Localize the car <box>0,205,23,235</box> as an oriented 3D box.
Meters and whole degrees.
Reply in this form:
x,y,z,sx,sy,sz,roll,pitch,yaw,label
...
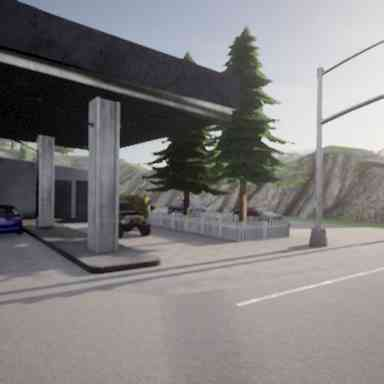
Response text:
x,y,z,sx,sy,sz,roll,pitch,yaw,label
-11.039,1.523,18.906,2.242,1.667,4.611,1,0,-35,car

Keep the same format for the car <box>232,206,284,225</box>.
x,y,z,sx,sy,sz,roll,pitch,yaw,label
4.903,1.797,25.073,1.994,1.385,4.181,1,0,-34,car

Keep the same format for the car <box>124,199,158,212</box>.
x,y,z,sx,sy,sz,roll,pitch,yaw,label
-6.488,1.645,41.688,2.033,1.411,5.357,1,0,-34,car

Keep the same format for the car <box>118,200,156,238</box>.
x,y,z,sx,sy,sz,roll,pitch,yaw,label
-3.911,1.441,18.609,1.905,1.878,3.866,1,0,-35,car

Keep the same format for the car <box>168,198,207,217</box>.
x,y,z,sx,sy,sz,roll,pitch,yaw,label
-0.480,1.521,32.925,2.097,1.767,4.553,1,0,-35,car
